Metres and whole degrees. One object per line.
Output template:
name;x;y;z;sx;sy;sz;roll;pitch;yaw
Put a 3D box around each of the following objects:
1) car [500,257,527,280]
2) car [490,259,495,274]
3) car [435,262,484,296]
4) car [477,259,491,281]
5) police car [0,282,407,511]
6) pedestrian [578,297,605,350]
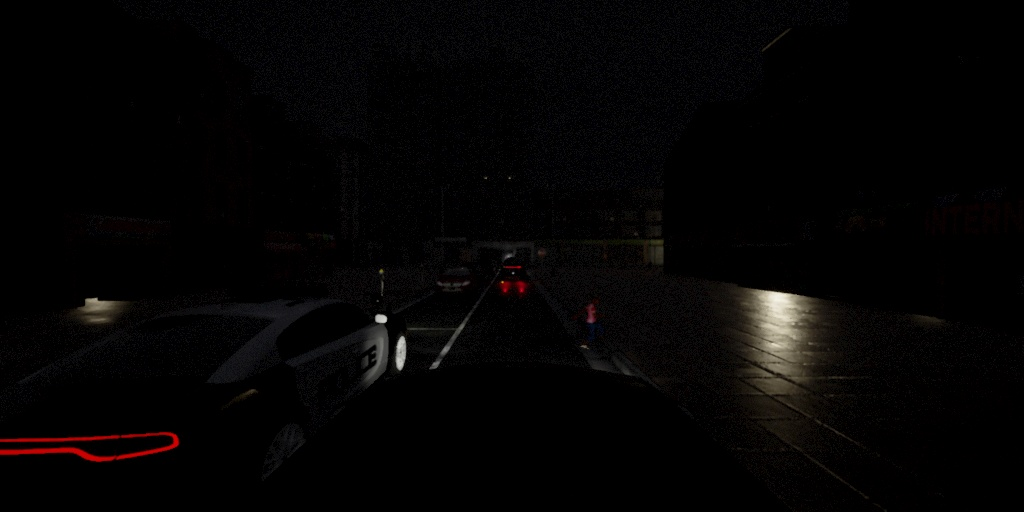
car;0.111;0.949;27.108;2.128;1.511;4.902;0;1;1
car;-2.582;0.943;34.017;1.948;1.339;4.313;0;0;0
car;-2.610;1.148;17.662;1.802;1.307;4.207;0;0;0
car;-2.601;1.069;23.114;1.948;1.339;4.313;0;0;0
police car;-2.745;1.144;4.402;1.930;1.638;5.238;0;1;0
pedestrian;1.632;0.978;7.398;0.375;1.860;0.375;0;1;0
